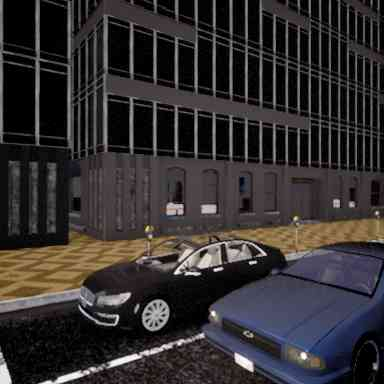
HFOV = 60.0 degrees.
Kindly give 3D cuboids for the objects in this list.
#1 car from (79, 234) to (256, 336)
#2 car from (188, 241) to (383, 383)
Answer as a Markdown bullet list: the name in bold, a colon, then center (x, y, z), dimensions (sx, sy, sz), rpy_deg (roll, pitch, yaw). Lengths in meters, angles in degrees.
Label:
- **car**: center (0.052, 1.561, 6.598), dimensions (4.403, 1.369, 2.008), rpy_deg (0, 0, -36)
- **car**: center (2.758, 1.561, 5.346), dimensions (5.357, 1.411, 2.033), rpy_deg (0, 0, -36)
